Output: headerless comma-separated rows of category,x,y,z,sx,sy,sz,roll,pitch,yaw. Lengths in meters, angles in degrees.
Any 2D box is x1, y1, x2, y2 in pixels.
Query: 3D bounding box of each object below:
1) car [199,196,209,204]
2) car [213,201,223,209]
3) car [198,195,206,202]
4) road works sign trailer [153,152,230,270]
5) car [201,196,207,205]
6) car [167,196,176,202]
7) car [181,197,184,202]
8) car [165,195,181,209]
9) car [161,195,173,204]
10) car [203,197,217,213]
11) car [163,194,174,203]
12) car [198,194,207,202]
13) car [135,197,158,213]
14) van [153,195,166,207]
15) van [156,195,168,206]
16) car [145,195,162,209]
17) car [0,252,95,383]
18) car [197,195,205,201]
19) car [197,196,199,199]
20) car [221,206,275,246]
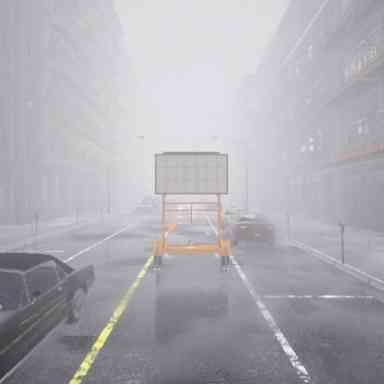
car,2.557,1.624,70.656,1.967,1.590,4.097,1,0,0
car,2.575,1.553,21.050,1.752,1.417,4.829,1,0,0
car,2.553,1.682,59.594,1.887,1.381,4.507,1,0,0
road works sign trailer,-0.017,0.476,11.018,2.380,3.560,2.880,0,0,0
car,2.562,1.633,43.002,2.008,1.369,4.403,1,0,0
car,-5.344,1.828,87.304,1.947,1.339,4.313,1,0,0
car,-2.788,1.663,71.135,1.882,1.535,5.008,0,0,0
car,-2.872,1.566,45.236,1.882,1.535,5.008,0,0,0
car,-5.328,1.499,70.713,2.192,1.841,5.009,1,0,0
car,2.565,1.612,37.470,1.887,1.381,4.507,1,0,0
car,-5.331,1.524,76.243,2.192,1.841,5.009,1,0,0
car,2.512,1.549,81.718,2.192,1.841,5.009,1,0,0
car,-5.315,1.592,37.359,1.752,1.417,4.829,2,0,0
van,-5.319,1.458,54.120,1.690,1.788,3.998,2,0,0
van,-5.323,1.479,59.652,1.690,1.788,3.998,1,0,0
car,-5.312,1.397,43.062,2.192,1.841,5.009,2,0,0
car,-2.853,1.605,4.401,1.895,1.301,4.718,0,0,0
car,2.502,1.733,92.781,1.967,1.590,4.097,1,0,0
car,2.550,1.704,65.124,1.887,1.381,4.507,1,0,0
car,2.577,1.563,15.348,1.887,1.381,4.507,1,0,0
